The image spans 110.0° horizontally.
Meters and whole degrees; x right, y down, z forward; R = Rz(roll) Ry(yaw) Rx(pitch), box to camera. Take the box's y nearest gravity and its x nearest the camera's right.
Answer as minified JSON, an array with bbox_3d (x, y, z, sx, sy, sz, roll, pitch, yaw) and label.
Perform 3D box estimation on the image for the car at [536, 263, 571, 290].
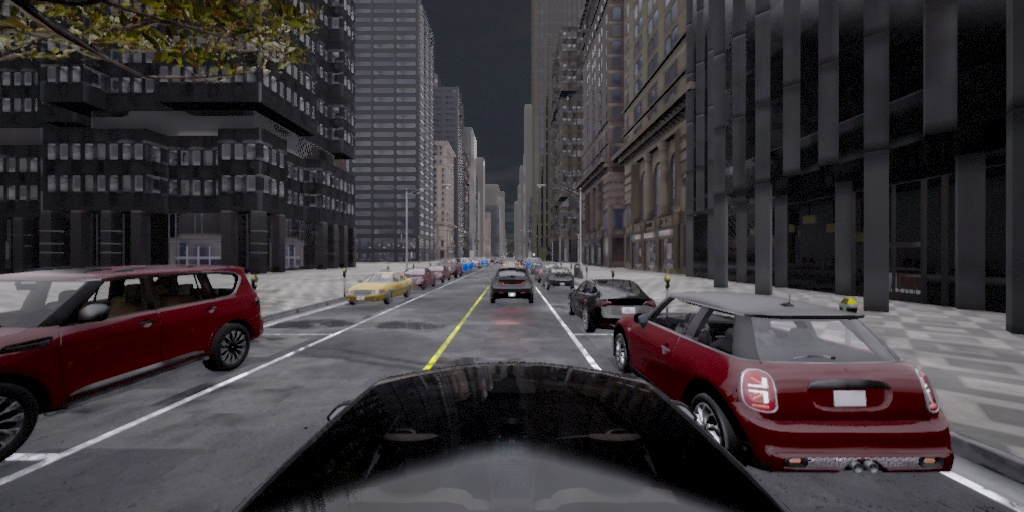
[{"bbox_3d":[2.762,1.300,21.903,2.007,1.370,4.403,0,0,0],"label":"car"}]

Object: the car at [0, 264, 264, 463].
[{"bbox_3d":[-5.763,1.061,4.862,2.192,1.841,5.009,0,0,0],"label":"car"}]

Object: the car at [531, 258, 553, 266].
[{"bbox_3d":[2.762,1.190,27.581,1.967,1.591,4.097,0,0,0],"label":"car"}]

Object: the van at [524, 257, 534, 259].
[{"bbox_3d":[2.762,1.097,44.614,1.690,1.789,3.998,0,0,0],"label":"van"}]

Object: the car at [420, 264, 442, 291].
[{"bbox_3d":[-5.763,1.331,21.895,1.802,1.307,4.207,0,0,0],"label":"car"}]

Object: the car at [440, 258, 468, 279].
[{"bbox_3d":[-5.763,1.066,33.250,2.192,1.841,5.009,0,0,0],"label":"car"}]

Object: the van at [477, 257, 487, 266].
[{"bbox_3d":[-5.763,1.105,61.637,1.690,1.789,3.998,0,0,0],"label":"van"}]

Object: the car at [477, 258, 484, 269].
[{"bbox_3d":[-5.763,1.343,55.959,1.802,1.307,4.207,0,0,0],"label":"car"}]

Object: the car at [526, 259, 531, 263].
[{"bbox_3d":[2.763,1.304,38.937,2.007,1.370,4.403,0,0,0],"label":"car"}]

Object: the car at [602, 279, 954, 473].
[{"bbox_3d":[2.762,1.187,4.871,1.967,1.591,4.097,0,0,0],"label":"car"}]

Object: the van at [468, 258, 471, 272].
[{"bbox_3d":[-5.763,1.094,38.928,1.690,1.789,3.998,0,0,0],"label":"van"}]

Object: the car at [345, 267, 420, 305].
[{"bbox_3d":[-5.763,1.273,16.048,1.751,1.417,4.829,0,0,0],"label":"car"}]

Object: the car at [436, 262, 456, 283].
[{"bbox_3d":[-5.763,1.332,27.573,1.802,1.307,4.207,0,0,0],"label":"car"}]

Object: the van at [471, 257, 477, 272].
[{"bbox_3d":[-5.763,1.096,44.605,1.690,1.789,3.998,0,0,0],"label":"van"}]

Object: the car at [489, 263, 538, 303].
[{"bbox_3d":[0.000,1.266,16.501,1.837,1.490,4.892,0,0,0],"label":"car"}]

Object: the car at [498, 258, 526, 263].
[{"bbox_3d":[0.000,1.237,31.501,1.882,1.535,5.008,0,0,0],"label":"car"}]

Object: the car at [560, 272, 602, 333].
[{"bbox_3d":[2.763,1.313,10.549,1.948,1.339,4.313,0,0,0],"label":"car"}]
